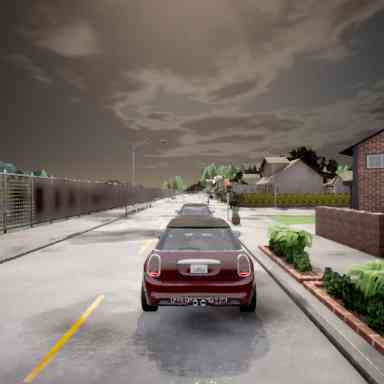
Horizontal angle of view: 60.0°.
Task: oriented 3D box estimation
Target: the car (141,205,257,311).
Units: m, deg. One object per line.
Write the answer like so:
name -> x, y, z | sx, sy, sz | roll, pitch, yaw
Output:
car -> 0.125, 1.352, 7.893 | 2.097, 1.767, 4.553 | 0, 0, 0

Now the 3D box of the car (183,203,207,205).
car -> 0.163, 1.352, 17.590 | 2.097, 1.767, 4.553 | 0, 0, 0
